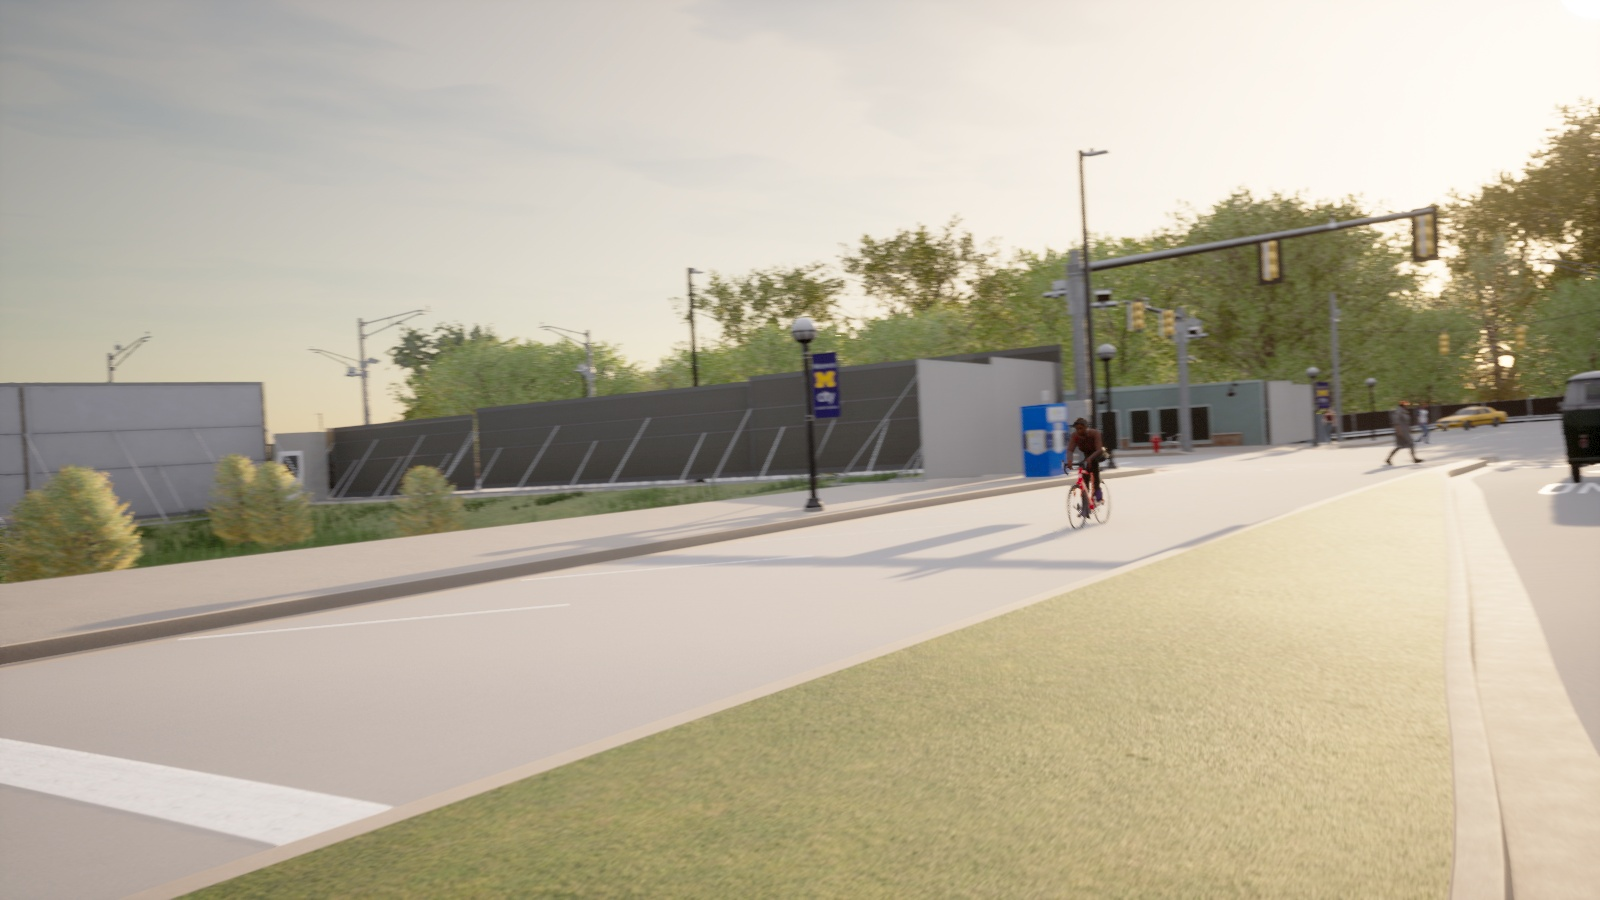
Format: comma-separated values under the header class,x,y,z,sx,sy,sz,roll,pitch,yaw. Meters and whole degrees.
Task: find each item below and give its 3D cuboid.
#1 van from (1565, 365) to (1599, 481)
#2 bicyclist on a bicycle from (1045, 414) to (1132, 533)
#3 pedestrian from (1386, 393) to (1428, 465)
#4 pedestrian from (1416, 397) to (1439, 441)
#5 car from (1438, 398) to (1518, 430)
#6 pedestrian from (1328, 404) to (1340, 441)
class,x,y,z,sx,sy,sz,roll,pitch,yaw
van,15.256,-0.550,23.241,1.775,1.987,4.442,-3,0,31
bicyclist on a bicycle,4.257,0.324,18.432,0.582,1.620,1.656,-3,1,35
pedestrian,16.927,-0.594,35.020,0.873,1.952,0.659,-3,1,37
pedestrian,26.557,-1.309,53.159,0.354,1.836,0.706,-4,1,-38
car,44.618,-2.378,82.616,5.366,1.575,1.801,-6,1,-27
pedestrian,26.429,-1.358,62.140,0.345,1.836,0.594,-3,1,39
